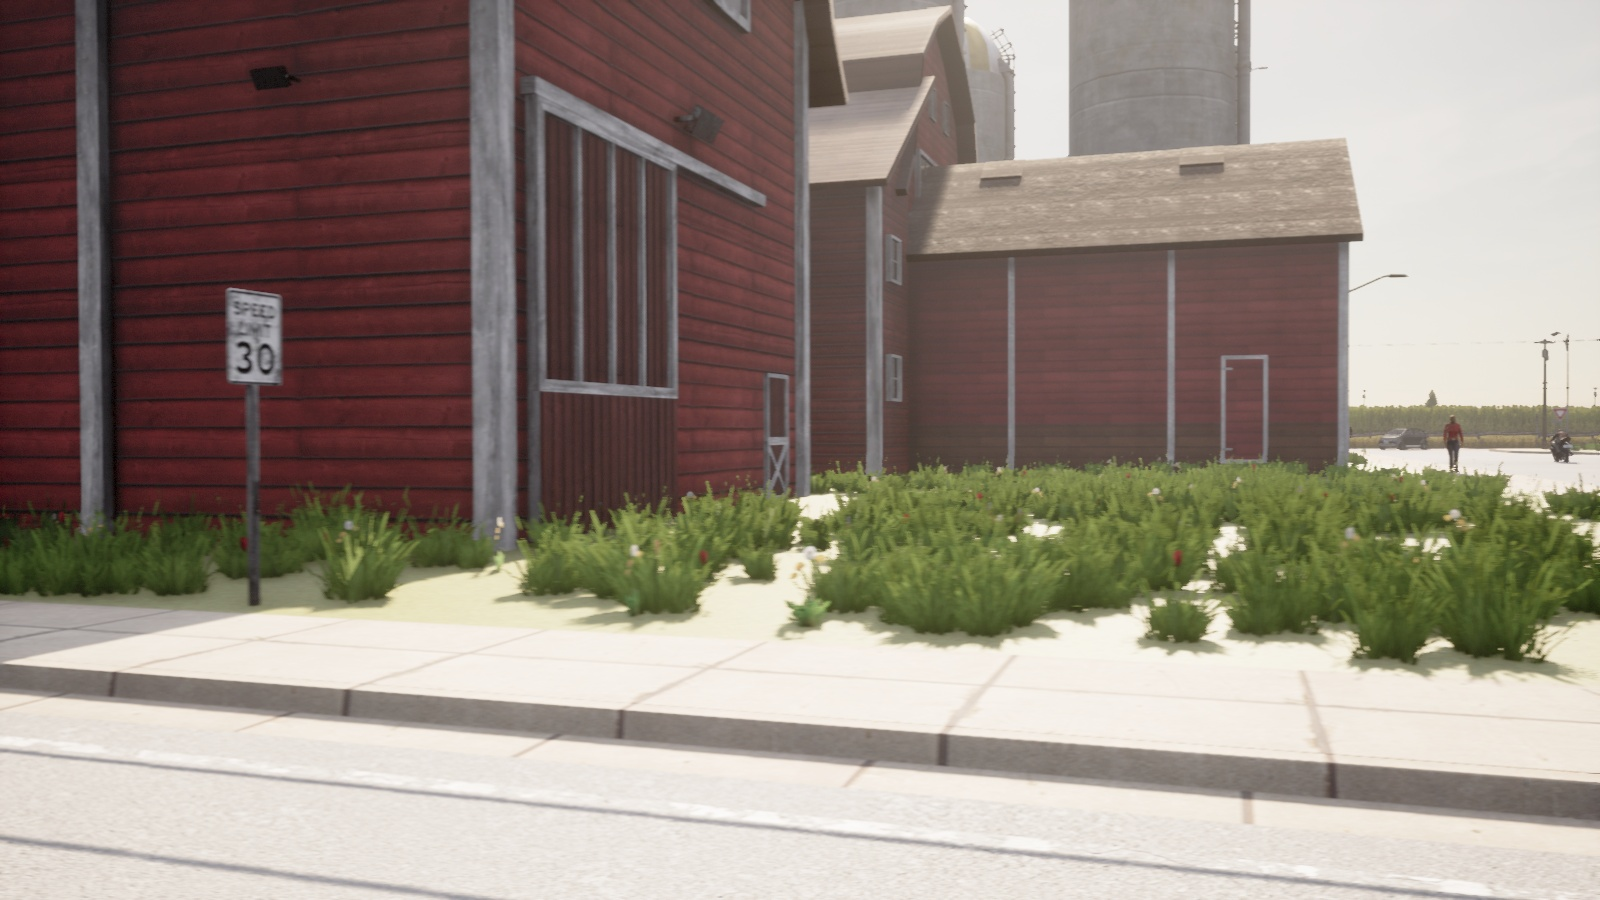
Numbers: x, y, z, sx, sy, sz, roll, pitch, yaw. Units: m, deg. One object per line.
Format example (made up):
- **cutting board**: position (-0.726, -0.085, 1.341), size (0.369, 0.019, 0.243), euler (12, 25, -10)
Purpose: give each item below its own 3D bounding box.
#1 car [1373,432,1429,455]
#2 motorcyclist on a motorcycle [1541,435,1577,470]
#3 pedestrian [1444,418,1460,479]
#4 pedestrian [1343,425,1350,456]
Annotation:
- **car**: position (42.080, -0.443, 87.875), size (3.705, 1.549, 1.789), euler (0, 1, -31)
- **motorcyclist on a motorcycle**: position (33.755, 0.095, 55.856), size (0.866, 1.530, 2.191), euler (1, 1, 18)
- **pedestrian**: position (19.710, -0.051, 37.959), size (0.331, 1.846, 0.636), euler (1, 1, 18)
- **pedestrian**: position (31.422, -0.556, 72.198), size (0.328, 1.805, 0.869), euler (1, 1, 21)
